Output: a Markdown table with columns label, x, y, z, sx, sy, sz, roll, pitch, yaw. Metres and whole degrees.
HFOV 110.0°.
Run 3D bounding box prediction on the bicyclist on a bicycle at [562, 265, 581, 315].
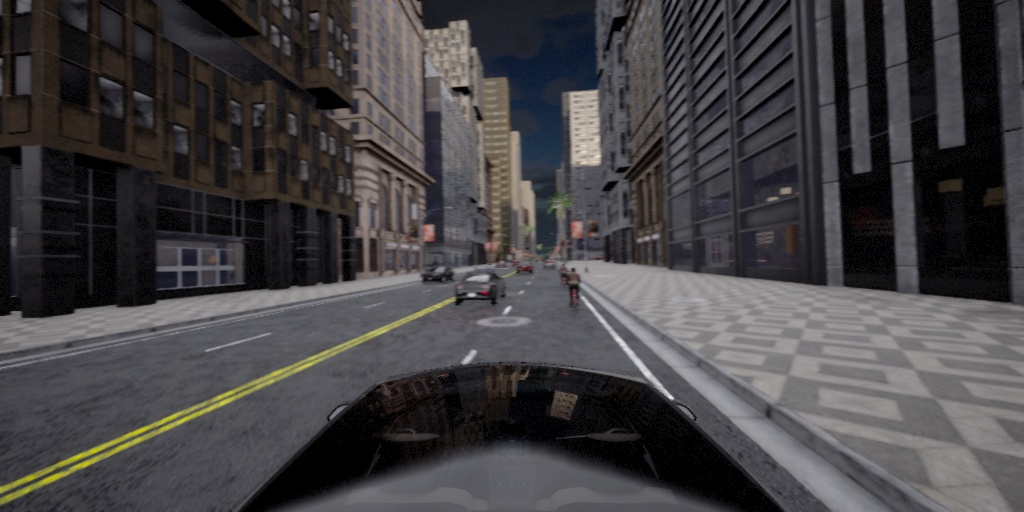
| label | x | y | z | sx | sy | sz | roll | pitch | yaw |
| --- | --- | --- | --- | --- | --- | --- | --- | --- | --- |
| bicyclist on a bicycle | 2.199 | 1.228 | 12.650 | 0.582 | 1.620 | 1.656 | -2 | 0 | 6 |

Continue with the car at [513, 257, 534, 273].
| label | x | y | z | sx | sy | sz | roll | pitch | yaw |
| --- | --- | --- | --- | --- | --- | --- | --- | --- | --- |
| car | 1.796 | 1.361 | 48.205 | 2.097 | 1.767 | 4.553 | -2 | 0 | 6 |

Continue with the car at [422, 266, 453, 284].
| label | x | y | z | sx | sy | sz | roll | pitch | yaw |
| --- | --- | --- | --- | --- | --- | --- | --- | --- | --- |
| car | -6.563 | 1.639 | 32.351 | 1.882 | 1.535 | 5.008 | -2 | 0 | 6 |

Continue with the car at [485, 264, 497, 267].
| label | x | y | z | sx | sy | sz | roll | pitch | yaw |
| --- | --- | --- | --- | --- | --- | --- | --- | --- | --- |
| car | -3.029 | 1.678 | 34.880 | 1.895 | 1.301 | 4.718 | -2 | 0 | 6 |

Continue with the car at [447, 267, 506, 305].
| label | x | y | z | sx | sy | sz | roll | pitch | yaw |
| --- | --- | --- | --- | --- | --- | --- | --- | --- | --- |
| car | -1.415 | 1.436 | 17.001 | 1.812 | 1.442 | 4.674 | -2 | 0 | 6 |

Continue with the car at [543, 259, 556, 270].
| label | x | y | z | sx | sy | sz | roll | pitch | yaw |
| --- | --- | --- | --- | --- | --- | --- | --- | --- | --- |
| car | 6.111 | 1.418 | 58.766 | 2.128 | 1.511 | 4.902 | -2 | 0 | 6 |

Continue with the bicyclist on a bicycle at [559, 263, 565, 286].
| label | x | y | z | sx | sy | sz | roll | pitch | yaw |
| --- | --- | --- | --- | --- | --- | --- | --- | --- | --- |
| bicyclist on a bicycle | 3.127 | 1.271 | 21.658 | 0.582 | 1.620 | 1.656 | -2 | -1 | 6 |
